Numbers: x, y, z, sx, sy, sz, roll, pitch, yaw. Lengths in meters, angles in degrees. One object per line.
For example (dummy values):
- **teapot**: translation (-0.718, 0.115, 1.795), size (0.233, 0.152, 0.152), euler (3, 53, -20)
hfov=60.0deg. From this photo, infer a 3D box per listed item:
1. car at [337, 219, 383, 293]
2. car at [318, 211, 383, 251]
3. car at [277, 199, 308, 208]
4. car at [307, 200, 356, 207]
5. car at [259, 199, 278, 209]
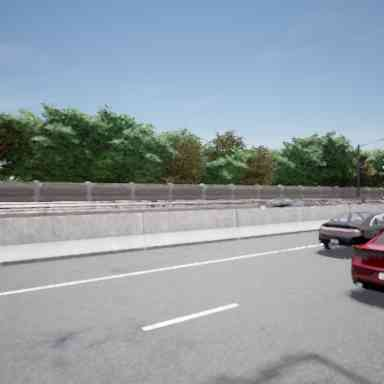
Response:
- **car**: translation (5.772, 1.497, 7.868), size (5.008, 1.535, 1.882), euler (0, 0, -35)
- **car**: translation (6.950, 1.517, 12.986), size (4.902, 1.511, 2.128), euler (0, 0, -35)
- **car**: translation (11.062, 1.566, 33.157), size (4.674, 1.442, 1.812), euler (0, 0, -34)
- **car**: translation (13.224, 1.534, 30.394), size (4.902, 1.511, 2.128), euler (0, 0, -34)
- **car**: translation (9.387, 1.531, 36.250), size (4.902, 1.511, 2.128), euler (0, 0, -34)
